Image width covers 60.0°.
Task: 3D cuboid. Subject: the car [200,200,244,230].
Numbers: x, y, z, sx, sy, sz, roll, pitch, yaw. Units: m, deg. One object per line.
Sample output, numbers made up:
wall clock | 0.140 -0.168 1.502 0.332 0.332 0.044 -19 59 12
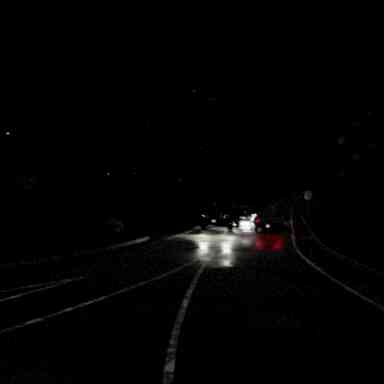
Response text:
car | 2.204 1.597 24.688 2.150 2.045 5.566 -1 -1 16

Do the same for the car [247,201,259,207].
car | 7.778 1.973 43.696 2.128 1.511 4.902 -1 0 17

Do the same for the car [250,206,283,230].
car | 5.526 1.938 23.729 1.895 1.301 4.718 -1 -1 16

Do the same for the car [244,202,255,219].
car | 5.069 2.054 34.524 1.895 1.301 4.718 -1 -1 17
